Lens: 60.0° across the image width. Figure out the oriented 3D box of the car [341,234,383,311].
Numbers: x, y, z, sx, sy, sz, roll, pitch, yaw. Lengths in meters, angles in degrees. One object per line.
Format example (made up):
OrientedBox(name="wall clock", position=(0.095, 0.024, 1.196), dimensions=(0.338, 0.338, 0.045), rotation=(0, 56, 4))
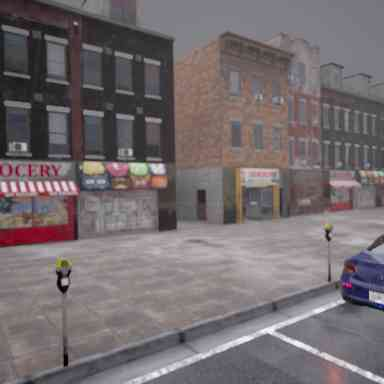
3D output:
OrientedBox(name="car", position=(4.641, 1.344, 6.260), dimensions=(4.674, 1.442, 1.812), rotation=(-2, 1, -35))
